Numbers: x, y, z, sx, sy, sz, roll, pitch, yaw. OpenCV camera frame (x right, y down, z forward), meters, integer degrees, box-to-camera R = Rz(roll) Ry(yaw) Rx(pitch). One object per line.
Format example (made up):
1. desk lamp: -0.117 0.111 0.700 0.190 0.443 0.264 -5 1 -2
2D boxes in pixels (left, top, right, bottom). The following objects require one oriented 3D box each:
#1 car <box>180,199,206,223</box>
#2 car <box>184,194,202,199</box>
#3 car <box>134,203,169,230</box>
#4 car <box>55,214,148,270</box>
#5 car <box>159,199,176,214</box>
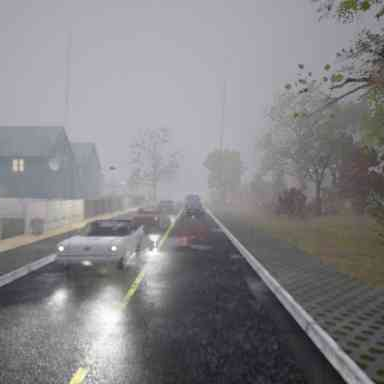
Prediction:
1. car: 0.094 1.553 25.752 2.128 1.511 4.902 0 0 0
2. car: 0.087 1.328 44.000 2.150 2.045 5.566 0 0 0
3. car: -2.809 1.652 21.688 1.895 1.301 4.718 0 0 1
4. car: -2.847 1.627 11.225 1.895 1.301 4.718 0 0 0
5. car: -2.798 1.565 36.789 1.882 1.535 5.008 0 0 1
